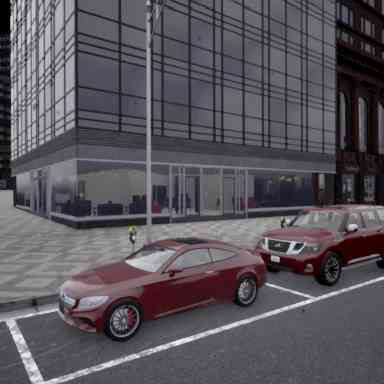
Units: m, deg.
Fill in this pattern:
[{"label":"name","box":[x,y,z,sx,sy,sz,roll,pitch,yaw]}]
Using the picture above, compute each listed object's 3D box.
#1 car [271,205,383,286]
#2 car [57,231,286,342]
[{"label":"car","box":[4.074,1.315,9.578,5.009,1.841,2.192,0,0,-36]},{"label":"car","box":[-0.338,1.582,6.419,4.206,1.307,1.802,0,0,-36]}]
